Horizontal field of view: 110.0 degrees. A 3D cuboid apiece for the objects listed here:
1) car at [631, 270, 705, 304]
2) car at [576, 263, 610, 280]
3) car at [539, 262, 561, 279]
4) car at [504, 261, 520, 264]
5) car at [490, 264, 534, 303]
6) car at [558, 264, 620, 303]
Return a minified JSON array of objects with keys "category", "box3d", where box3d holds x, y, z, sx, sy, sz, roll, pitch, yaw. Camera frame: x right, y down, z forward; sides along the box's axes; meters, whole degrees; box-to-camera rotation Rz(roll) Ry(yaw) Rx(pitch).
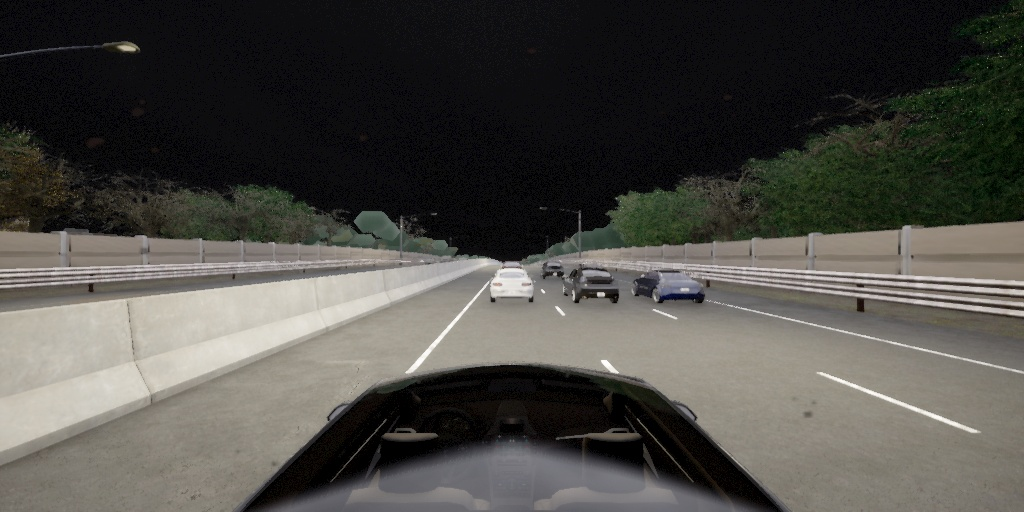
[{"category":"car","box3d":[7.000,1.321,16.503,1.994,1.385,4.181,0,0,0]},{"category":"car","box3d":[7.000,1.324,31.537,1.895,1.301,4.718,0,0,0]},{"category":"car","box3d":[3.500,1.224,31.507,1.837,1.490,4.892,0,0,0]},{"category":"car","box3d":[0.000,1.192,31.506,1.882,1.535,5.008,0,0,0]},{"category":"car","box3d":[0.000,1.280,16.503,1.812,1.442,4.674,0,0,0]},{"category":"car","box3d":[3.500,1.264,16.504,1.837,1.490,4.892,0,0,0]}]
